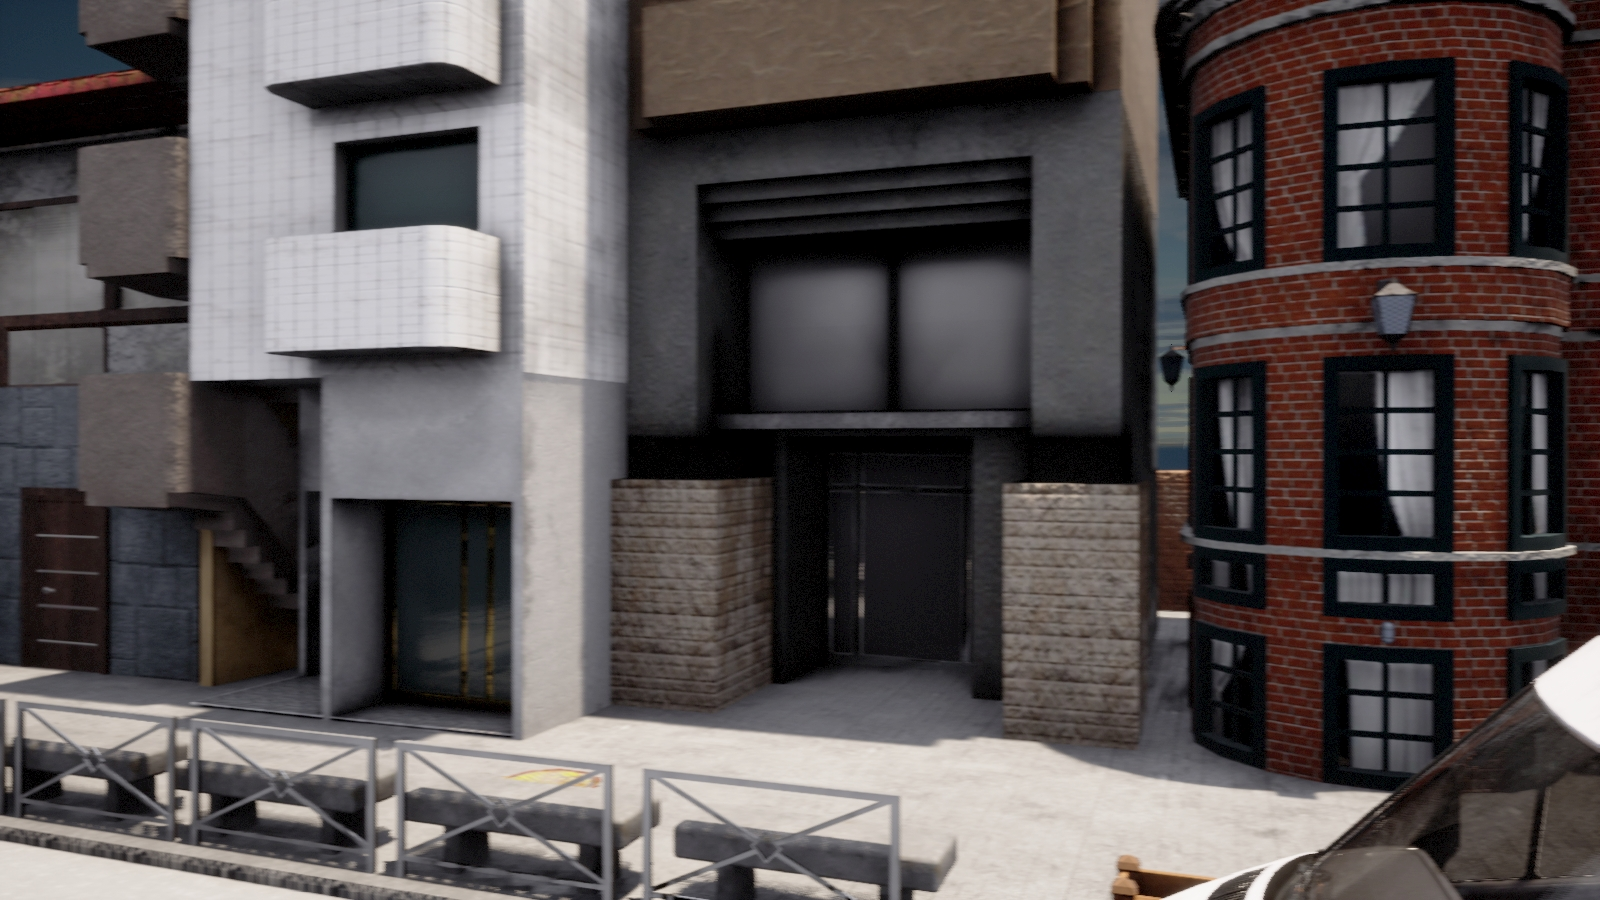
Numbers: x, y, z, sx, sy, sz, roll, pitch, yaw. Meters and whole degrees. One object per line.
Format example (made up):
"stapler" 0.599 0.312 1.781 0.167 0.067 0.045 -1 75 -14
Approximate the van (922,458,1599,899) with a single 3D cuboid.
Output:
"van" 3.403 1.315 2.594 5.915 2.561 1.988 0 0 20
